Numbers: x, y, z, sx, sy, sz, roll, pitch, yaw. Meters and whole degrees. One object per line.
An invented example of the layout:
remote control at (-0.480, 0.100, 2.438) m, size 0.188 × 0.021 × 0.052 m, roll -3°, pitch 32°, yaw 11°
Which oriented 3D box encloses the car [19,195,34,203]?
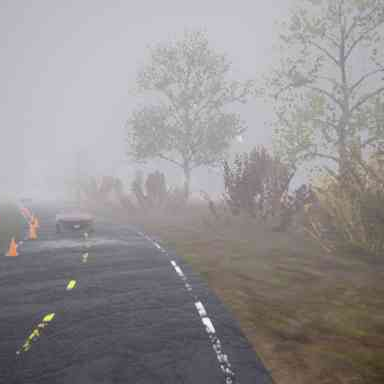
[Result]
car at (-31.284, 1.231, 62.909) m, size 1.882 × 1.535 × 5.008 m, roll 0°, pitch 0°, yaw -36°

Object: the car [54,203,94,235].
car at (-6.729, 1.426, 18.864) m, size 1.882 × 1.535 × 5.008 m, roll 0°, pitch 0°, yaw -24°

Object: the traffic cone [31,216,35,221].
traffic cone at (-9.626, 1.890, 20.559) m, size 0.340 × 0.580 × 0.340 m, roll 0°, pitch 0°, yaw -26°

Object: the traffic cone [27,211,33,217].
traffic cone at (-11.923, 1.874, 24.853) m, size 0.340 × 0.580 × 0.340 m, roll 0°, pitch 0°, yaw -29°

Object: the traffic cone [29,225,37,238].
traffic cone at (-7.740, 1.905, 16.180) m, size 0.340 × 0.580 × 0.340 m, roll 0°, pitch 0°, yaw -21°

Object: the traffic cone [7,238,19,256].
traffic cone at (-6.268, 1.919, 11.644) m, size 0.340 × 0.580 × 0.340 m, roll 0°, pitch 0°, yaw -15°
